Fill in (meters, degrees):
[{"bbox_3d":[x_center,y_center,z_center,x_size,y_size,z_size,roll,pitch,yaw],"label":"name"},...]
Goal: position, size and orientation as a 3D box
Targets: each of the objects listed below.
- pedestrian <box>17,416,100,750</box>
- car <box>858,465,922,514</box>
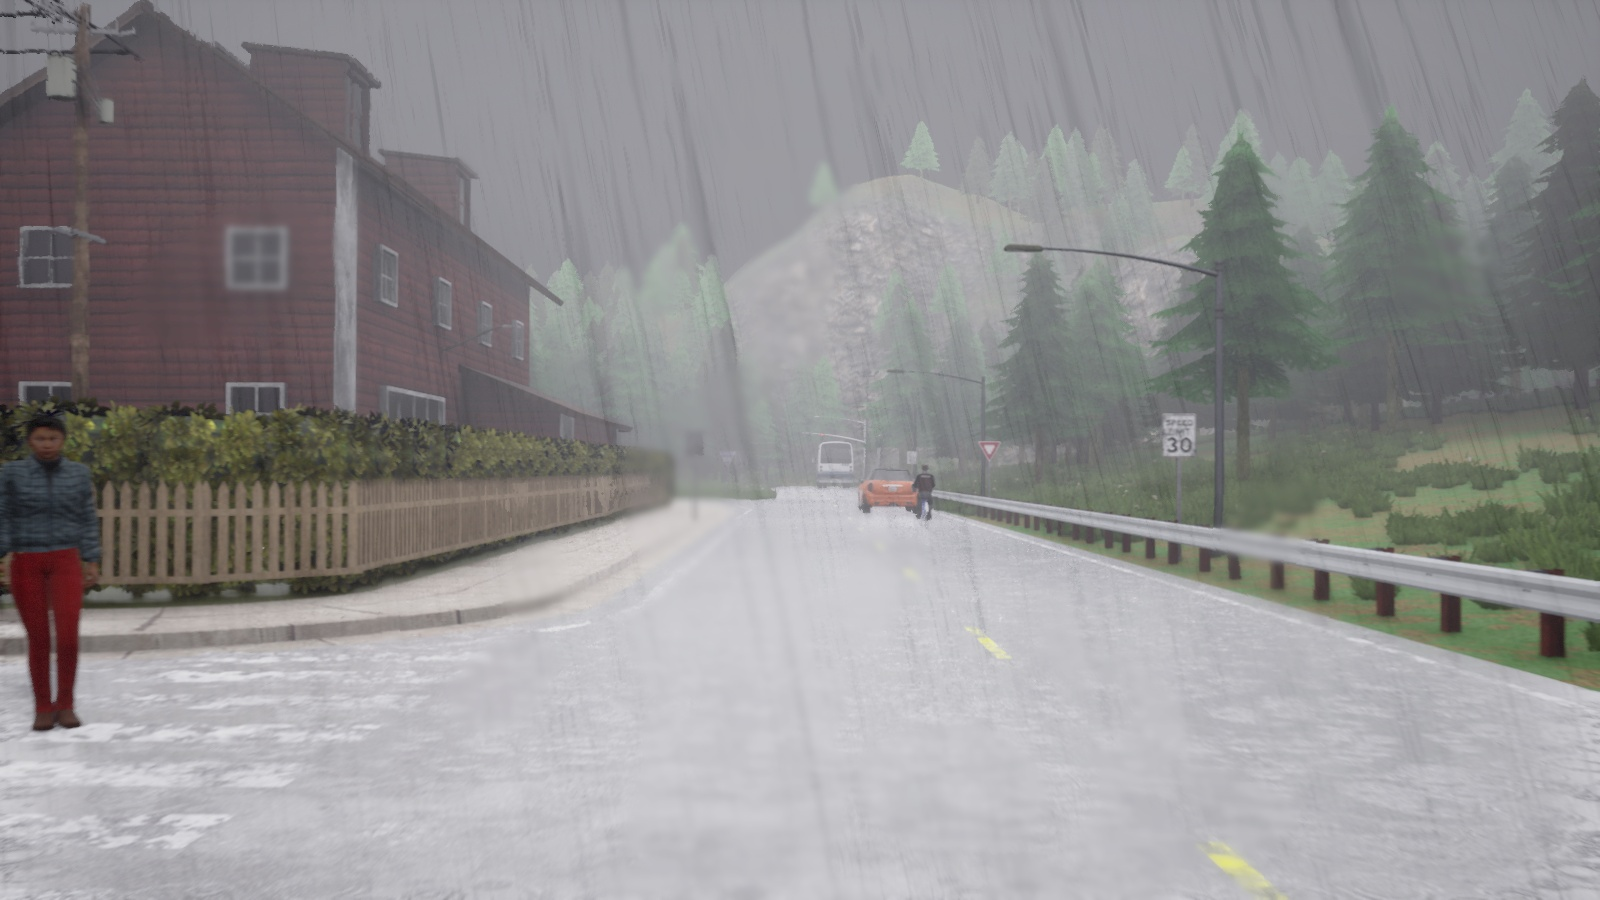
[{"bbox_3d":[-4.318,0.740,7.306,0.353,1.847,0.614,0,-1,-36],"label":"pedestrian"},{"bbox_3d":[3.383,1.460,47.849,2.097,1.767,4.553,0,-1,0],"label":"car"}]
